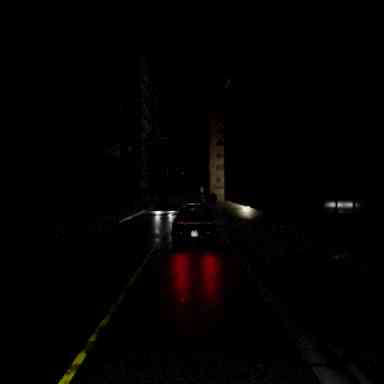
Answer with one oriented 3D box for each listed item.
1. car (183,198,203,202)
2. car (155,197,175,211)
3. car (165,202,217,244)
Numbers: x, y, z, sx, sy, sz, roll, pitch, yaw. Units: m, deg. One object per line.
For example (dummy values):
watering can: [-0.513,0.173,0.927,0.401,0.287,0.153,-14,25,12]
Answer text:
car: [0.114,1.343,33.215,2.128,1.511,4.902,0,0,0]
car: [-3.074,1.334,38.201,1.837,1.490,4.892,0,0,0]
car: [0.102,1.428,15.486,2.128,1.511,4.902,0,0,0]
